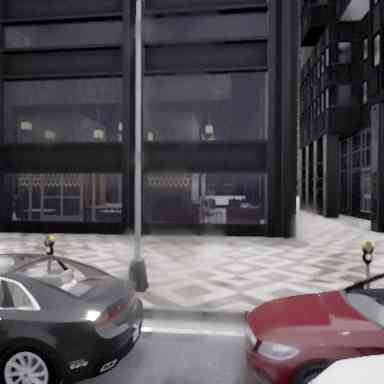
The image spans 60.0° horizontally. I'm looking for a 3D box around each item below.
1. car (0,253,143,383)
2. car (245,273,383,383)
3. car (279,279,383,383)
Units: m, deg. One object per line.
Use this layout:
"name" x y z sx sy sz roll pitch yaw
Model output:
"car" -2.873 1.537 4.408 4.403 1.369 2.008 0 0 7
"car" 2.726 1.581 3.768 4.206 1.307 1.802 0 0 7
"car" 3.036 1.529 1.859 4.674 1.442 1.812 0 0 7
